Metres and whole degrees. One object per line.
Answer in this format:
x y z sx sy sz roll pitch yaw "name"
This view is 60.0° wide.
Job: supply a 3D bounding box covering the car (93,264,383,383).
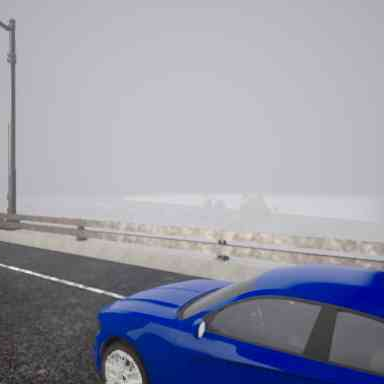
1.146 1.478 3.186 5.008 1.535 1.882 0 0 36 "car"
